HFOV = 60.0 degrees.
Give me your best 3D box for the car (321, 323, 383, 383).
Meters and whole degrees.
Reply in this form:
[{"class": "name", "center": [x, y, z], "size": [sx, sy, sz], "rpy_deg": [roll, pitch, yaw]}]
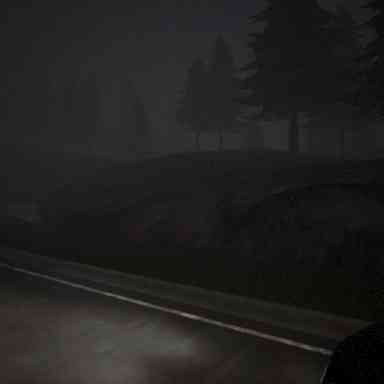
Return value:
[{"class": "car", "center": [3.245, 1.487, 1.679], "size": [4.902, 1.511, 2.128], "rpy_deg": [0, 0, 36]}]
